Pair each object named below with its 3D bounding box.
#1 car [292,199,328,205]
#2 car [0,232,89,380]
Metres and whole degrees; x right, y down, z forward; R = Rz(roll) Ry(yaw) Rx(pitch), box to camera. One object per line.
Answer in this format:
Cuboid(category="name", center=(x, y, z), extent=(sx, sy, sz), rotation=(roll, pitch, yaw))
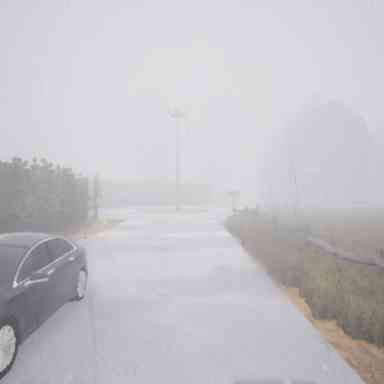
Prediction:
Cuboid(category="car", center=(13.772, 1.517, 38.684), extent=(4.181, 1.385, 1.994), rotation=(0, 0, -7))
Cuboid(category="car", center=(-3.190, 1.522, 5.531), extent=(1.837, 1.490, 4.892), rotation=(0, 0, 0))
